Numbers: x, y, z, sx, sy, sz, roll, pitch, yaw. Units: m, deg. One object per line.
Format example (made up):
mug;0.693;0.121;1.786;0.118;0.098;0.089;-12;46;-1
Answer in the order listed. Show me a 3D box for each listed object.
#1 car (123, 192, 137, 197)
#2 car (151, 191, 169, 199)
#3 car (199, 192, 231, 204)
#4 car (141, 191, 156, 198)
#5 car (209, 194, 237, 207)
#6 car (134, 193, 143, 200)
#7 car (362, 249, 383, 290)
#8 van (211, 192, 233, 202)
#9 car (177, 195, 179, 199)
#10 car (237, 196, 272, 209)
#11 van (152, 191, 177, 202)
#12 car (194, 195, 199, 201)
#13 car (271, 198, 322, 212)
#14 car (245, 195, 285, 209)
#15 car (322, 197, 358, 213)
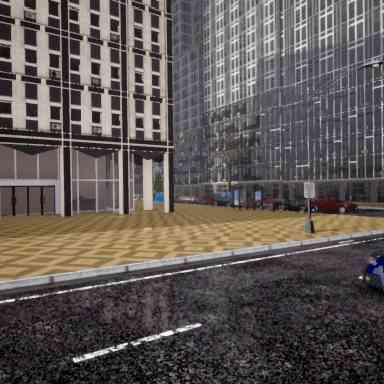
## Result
car;-17.114;0.688;91.712;2.008;1.369;4.403;0;1;-34
car;-7.535;0.615;77.605;2.192;1.841;5.009;0;1;-34
car;3.600;1.011;50.879;2.097;1.767;4.553;-1;1;-35
car;-10.728;0.686;82.308;1.967;1.590;4.097;0;1;-34
car;4.648;1.319;44.662;1.947;1.339;4.313;0;1;-34
car;-11.274;1.039;68.199;2.008;1.369;4.403;0;1;-34
car;5.846;1.560;7.760;4.181;1.385;1.994;0;0;-35
van;5.238;0.855;58.798;1.690;1.788;3.998;0;1;-34
car;-4.341;0.936;72.907;1.802;1.307;4.206;0;1;-34
car;7.793;1.388;39.929;1.802;1.307;4.206;0;1;-34
van;-4.887;0.937;58.793;1.690;1.788;3.998;0;1;-34
car;2.046;1.043;63.503;1.802;1.307;4.206;0;1;-34
car;10.972;1.424;35.215;1.947;1.339;4.313;0;1;-34
car;9.253;1.228;42.573;1.882;1.535;5.008;-1;1;-34
car;14.652;1.315;34.622;1.882;1.535;5.008;-1;1;-34
